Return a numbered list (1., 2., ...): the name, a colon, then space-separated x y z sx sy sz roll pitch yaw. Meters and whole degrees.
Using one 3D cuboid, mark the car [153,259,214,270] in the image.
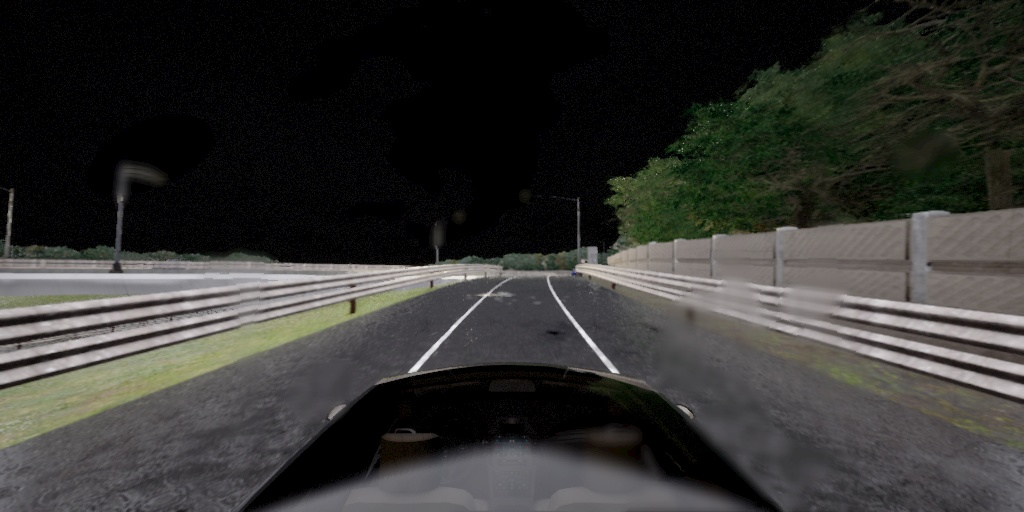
1. car: -35.835 1.162 39.276 5.008 1.535 1.882 2 -4 -23
